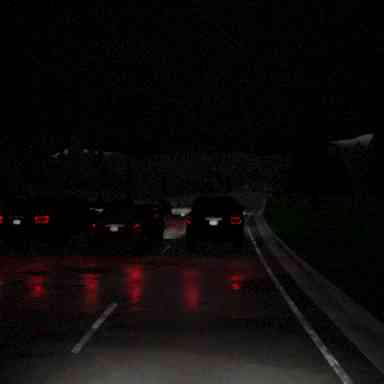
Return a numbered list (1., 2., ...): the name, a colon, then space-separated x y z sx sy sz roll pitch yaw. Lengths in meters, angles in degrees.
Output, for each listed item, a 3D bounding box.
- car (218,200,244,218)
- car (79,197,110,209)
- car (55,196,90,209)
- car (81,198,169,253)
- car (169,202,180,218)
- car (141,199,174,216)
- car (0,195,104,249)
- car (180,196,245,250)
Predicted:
1. car: 3.632 1.471 30.303 1.994 1.385 4.181 0 0 12
2. car: -12.596 1.365 43.350 1.812 1.442 4.674 0 0 13
3. car: -15.883 1.321 44.641 2.128 1.511 4.902 0 0 13
4. car: -2.491 1.304 13.715 2.097 1.767 4.553 0 0 6
5. car: -0.293 1.507 28.741 1.895 1.301 4.718 0 0 12
6. car: -3.208 1.417 31.766 1.812 1.442 4.674 0 0 12
7. car: -5.943 1.163 14.547 2.150 2.045 5.566 0 0 6
8. car: 1.068 1.175 14.338 2.150 2.045 5.566 0 0 7
